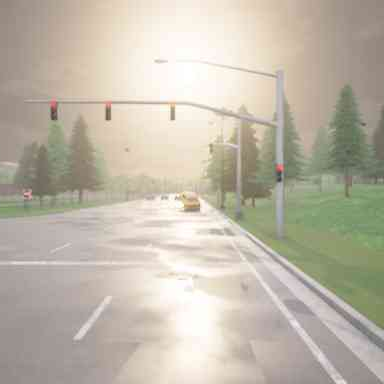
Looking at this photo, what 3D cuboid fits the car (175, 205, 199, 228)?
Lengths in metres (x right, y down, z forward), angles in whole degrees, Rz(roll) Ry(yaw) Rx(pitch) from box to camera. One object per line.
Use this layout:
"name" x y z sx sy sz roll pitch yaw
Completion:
"car" -0.761 3.113 43.961 1.411 2.033 5.357 9 3 -19

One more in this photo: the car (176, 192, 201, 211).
"car" -0.260 0.922 40.589 1.882 1.535 5.008 -1 20 -12

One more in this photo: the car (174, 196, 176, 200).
"car" -3.499 1.435 85.543 1.994 1.385 4.181 0 0 0

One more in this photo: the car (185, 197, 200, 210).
"car" 0.067 1.484 44.093 1.812 1.442 4.674 1 2 0

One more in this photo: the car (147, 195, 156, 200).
"car" -10.499 1.422 85.543 2.033 1.411 5.357 0 0 0

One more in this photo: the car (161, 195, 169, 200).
"car" -6.999 1.423 85.543 2.033 1.411 5.357 0 0 0
